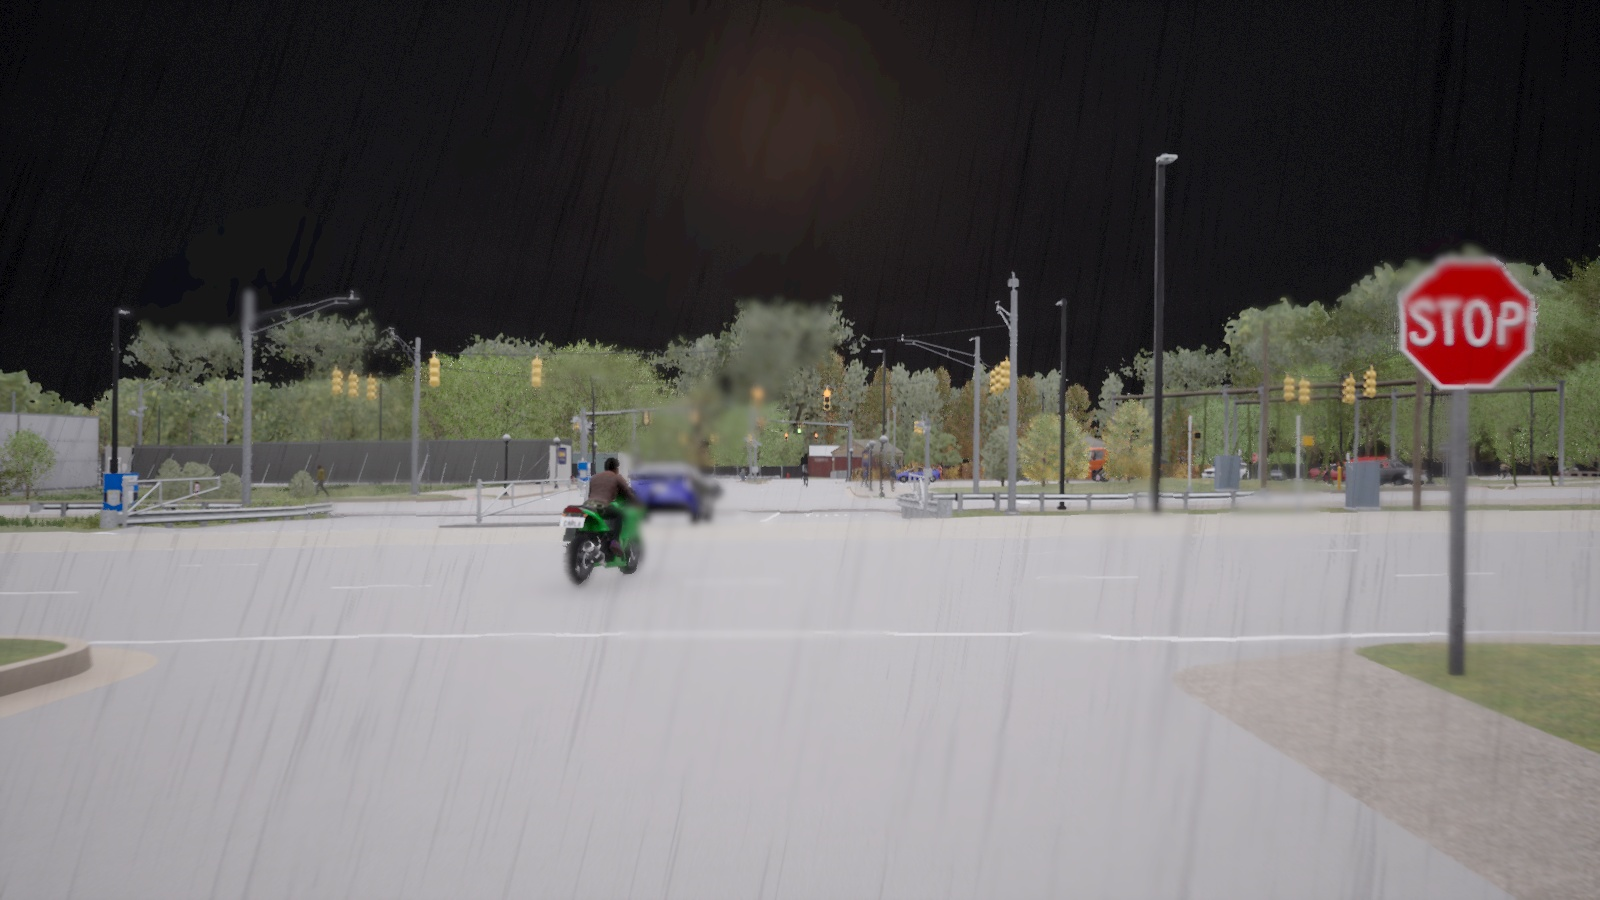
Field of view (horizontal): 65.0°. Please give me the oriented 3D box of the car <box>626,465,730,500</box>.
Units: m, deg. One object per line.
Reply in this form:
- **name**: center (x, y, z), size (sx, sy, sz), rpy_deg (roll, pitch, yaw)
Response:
- **car**: center (-6.257, 1.650, 64.743), size (5.027, 1.651, 2.152), rpy_deg (0, 0, -42)

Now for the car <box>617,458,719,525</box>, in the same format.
- **car**: center (-3.211, 1.040, 31.331), size (2.007, 1.525, 4.514), rpy_deg (-1, -2, 1)

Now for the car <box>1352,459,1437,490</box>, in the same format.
- **car**: center (37.087, 1.578, 78.486), size (1.932, 1.855, 4.605), rpy_deg (1, -2, -25)

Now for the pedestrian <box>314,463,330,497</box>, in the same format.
- **pedestrian**: center (-25.912, 1.622, 68.099), size (0.726, 1.835, 0.370), rpy_deg (1, 0, 0)

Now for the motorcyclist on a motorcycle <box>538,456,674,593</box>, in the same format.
- **motorcyclist on a motorcycle**: center (-2.299, 0.841, 15.181), size (0.797, 1.523, 2.044), rpy_deg (1, 0, 17)
